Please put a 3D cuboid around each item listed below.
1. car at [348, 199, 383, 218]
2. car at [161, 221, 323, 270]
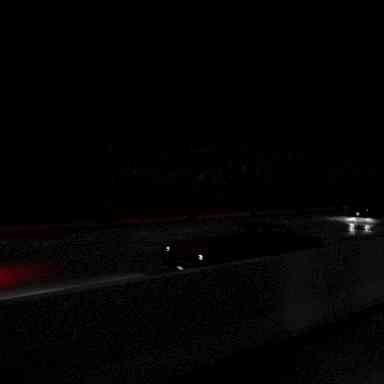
[{"bbox_3d":[15.221,1.321,27.739,5.357,1.411,2.033,-1,0,-35],"label":"car"},{"bbox_3d":[1.526,1.548,9.379,4.718,1.301,1.895,-1,0,-35],"label":"car"}]
